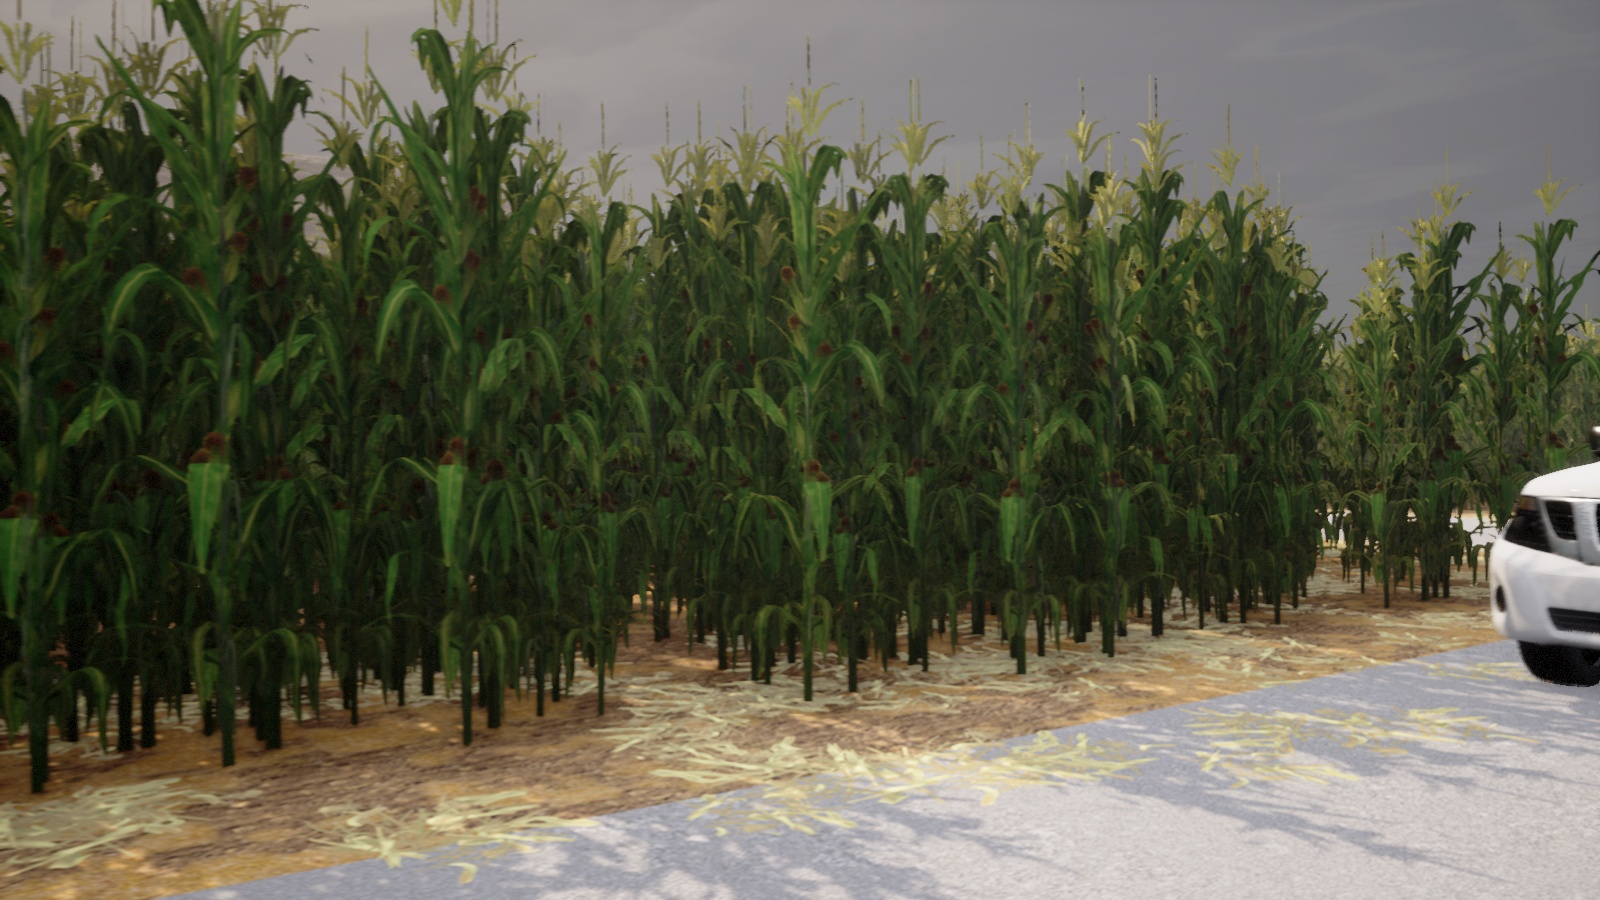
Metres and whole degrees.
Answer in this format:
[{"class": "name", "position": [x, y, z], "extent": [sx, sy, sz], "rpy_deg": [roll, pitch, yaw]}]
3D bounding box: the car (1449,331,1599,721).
[{"class": "car", "position": [6.651, 0.346, 7.901], "extent": [5.566, 2.045, 2.150], "rpy_deg": [-1, 1, -34]}]
